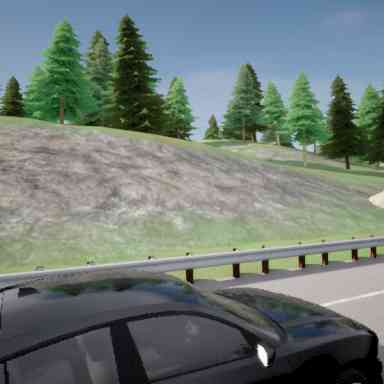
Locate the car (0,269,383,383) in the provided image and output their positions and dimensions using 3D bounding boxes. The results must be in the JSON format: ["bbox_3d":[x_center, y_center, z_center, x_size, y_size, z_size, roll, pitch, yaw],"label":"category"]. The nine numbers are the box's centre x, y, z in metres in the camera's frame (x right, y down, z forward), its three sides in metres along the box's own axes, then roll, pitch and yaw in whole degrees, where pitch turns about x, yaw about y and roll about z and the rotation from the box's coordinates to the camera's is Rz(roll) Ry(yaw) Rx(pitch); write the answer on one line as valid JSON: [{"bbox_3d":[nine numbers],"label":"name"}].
[{"bbox_3d":[-0.503,1.477,2.888,5.008,1.535,1.882,0,0,-28],"label":"car"}]
